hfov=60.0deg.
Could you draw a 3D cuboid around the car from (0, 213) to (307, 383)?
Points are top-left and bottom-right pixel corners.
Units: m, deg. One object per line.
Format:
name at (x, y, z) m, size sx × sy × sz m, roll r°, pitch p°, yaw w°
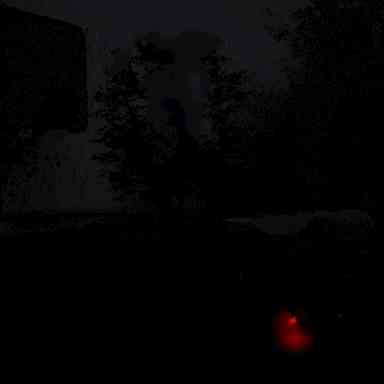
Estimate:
car at (-1.705, 1.222, 1.862) m, size 5.566 × 2.045 × 2.150 m, roll 0°, pitch 0°, yaw -36°
